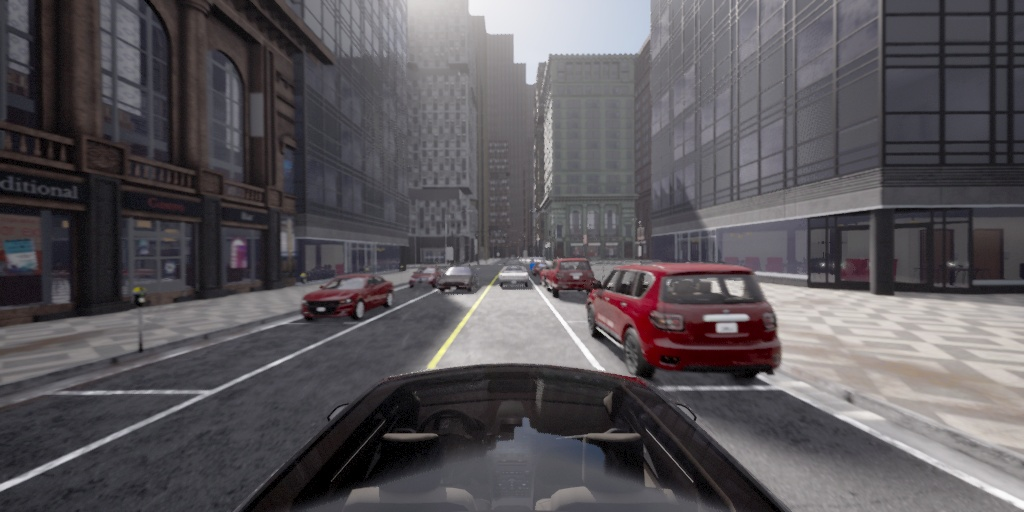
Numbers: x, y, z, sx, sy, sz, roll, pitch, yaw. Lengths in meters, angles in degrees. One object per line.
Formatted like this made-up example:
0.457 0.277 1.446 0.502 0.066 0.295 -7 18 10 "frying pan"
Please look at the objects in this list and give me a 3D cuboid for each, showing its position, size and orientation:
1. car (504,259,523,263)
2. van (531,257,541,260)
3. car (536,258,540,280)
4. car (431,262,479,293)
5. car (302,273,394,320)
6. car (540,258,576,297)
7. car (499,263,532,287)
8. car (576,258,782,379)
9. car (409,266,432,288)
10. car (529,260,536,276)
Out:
0.133 1.071 38.790 2.097 1.767 4.553 0 0 0 "car"
2.915 1.037 41.080 1.690 1.789 3.998 0 0 0 "van"
2.902 1.158 24.133 1.967 1.591 4.097 0 0 0 "car"
-3.035 1.312 21.345 2.033 1.411 5.357 0 0 0 "car"
-5.631 1.333 12.839 1.888 1.381 4.507 0 0 0 "car"
2.898 1.038 18.484 2.192 1.841 5.009 0 0 0 "car"
0.128 1.339 24.602 1.895 1.301 4.718 0 0 0 "car"
2.889 1.043 7.186 2.192 1.841 5.009 0 0 0 "car"
-5.623 1.362 24.137 1.802 1.307 4.207 0 0 0 "car"
2.910 1.287 35.431 1.802 1.307 4.207 0 0 0 "car"
